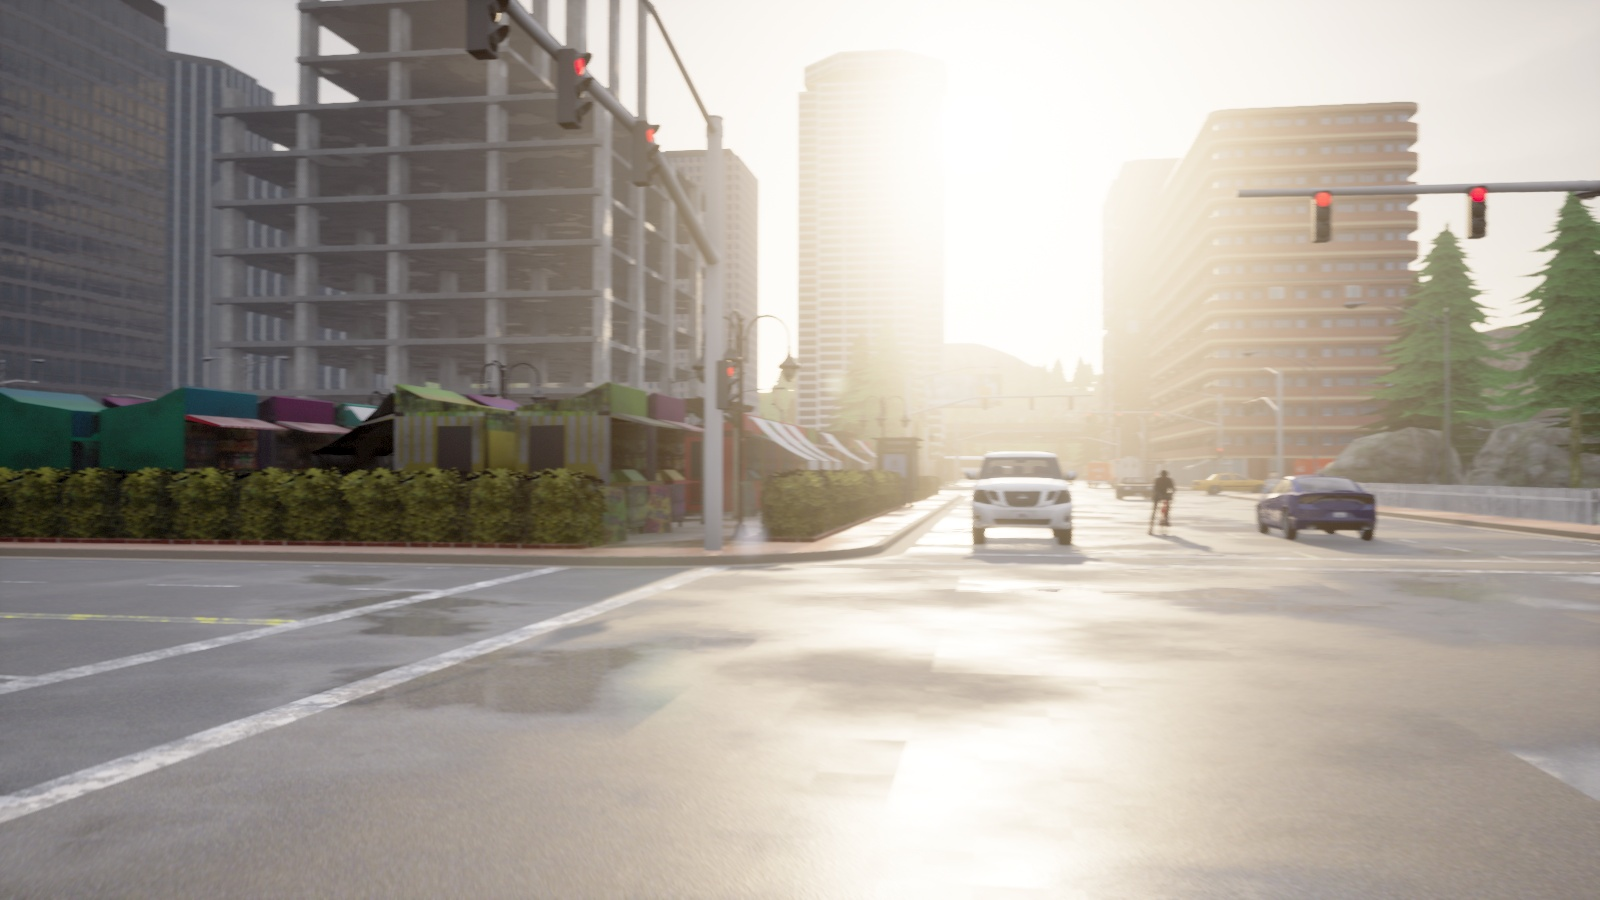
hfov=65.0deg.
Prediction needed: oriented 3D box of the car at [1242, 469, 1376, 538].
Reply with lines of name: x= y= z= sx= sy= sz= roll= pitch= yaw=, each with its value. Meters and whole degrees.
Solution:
car: x=12.272 y=1.238 z=30.612 sx=1.882 sy=1.535 sz=5.008 roll=0 pitch=-1 yaw=9

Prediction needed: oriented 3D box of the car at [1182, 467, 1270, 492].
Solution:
car: x=28.600 y=1.974 z=84.437 sx=5.366 sy=1.575 sz=1.801 roll=-1 pitch=-1 yaw=8

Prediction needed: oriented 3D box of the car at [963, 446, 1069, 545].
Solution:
car: x=4.901 y=0.991 z=28.807 sx=2.150 sy=2.045 sz=5.566 roll=0 pitch=-1 yaw=9

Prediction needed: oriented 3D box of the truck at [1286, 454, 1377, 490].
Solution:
truck: x=36.985 y=1.534 z=87.455 sx=5.204 sy=2.467 sz=2.627 roll=0 pitch=-1 yaw=0

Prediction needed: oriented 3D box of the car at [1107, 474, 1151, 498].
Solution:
car: x=18.334 y=1.992 z=70.233 sx=1.895 sy=1.301 sz=4.718 roll=0 pitch=-1 yaw=9

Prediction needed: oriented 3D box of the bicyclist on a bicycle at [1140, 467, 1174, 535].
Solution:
bicyclist on a bicycle: x=8.755 y=1.237 z=30.839 sx=0.582 sy=1.620 sz=1.656 roll=0 pitch=-1 yaw=9
